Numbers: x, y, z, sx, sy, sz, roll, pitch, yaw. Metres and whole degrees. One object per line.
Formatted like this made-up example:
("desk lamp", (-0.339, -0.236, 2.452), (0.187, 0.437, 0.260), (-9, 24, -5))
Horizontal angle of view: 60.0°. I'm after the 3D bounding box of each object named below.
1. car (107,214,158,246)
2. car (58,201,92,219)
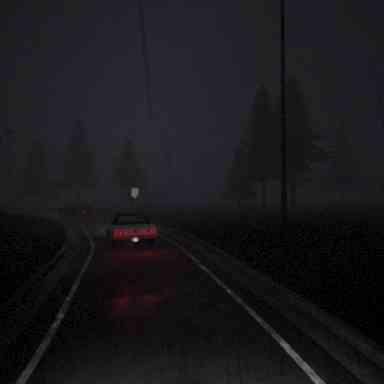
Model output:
("car", (-2.989, 1.662, 15.697), (1.895, 1.301, 4.718), (0, 0, -18))
("car", (-11.184, 1.643, 31.634), (1.882, 1.535, 5.008), (0, 0, -38))
